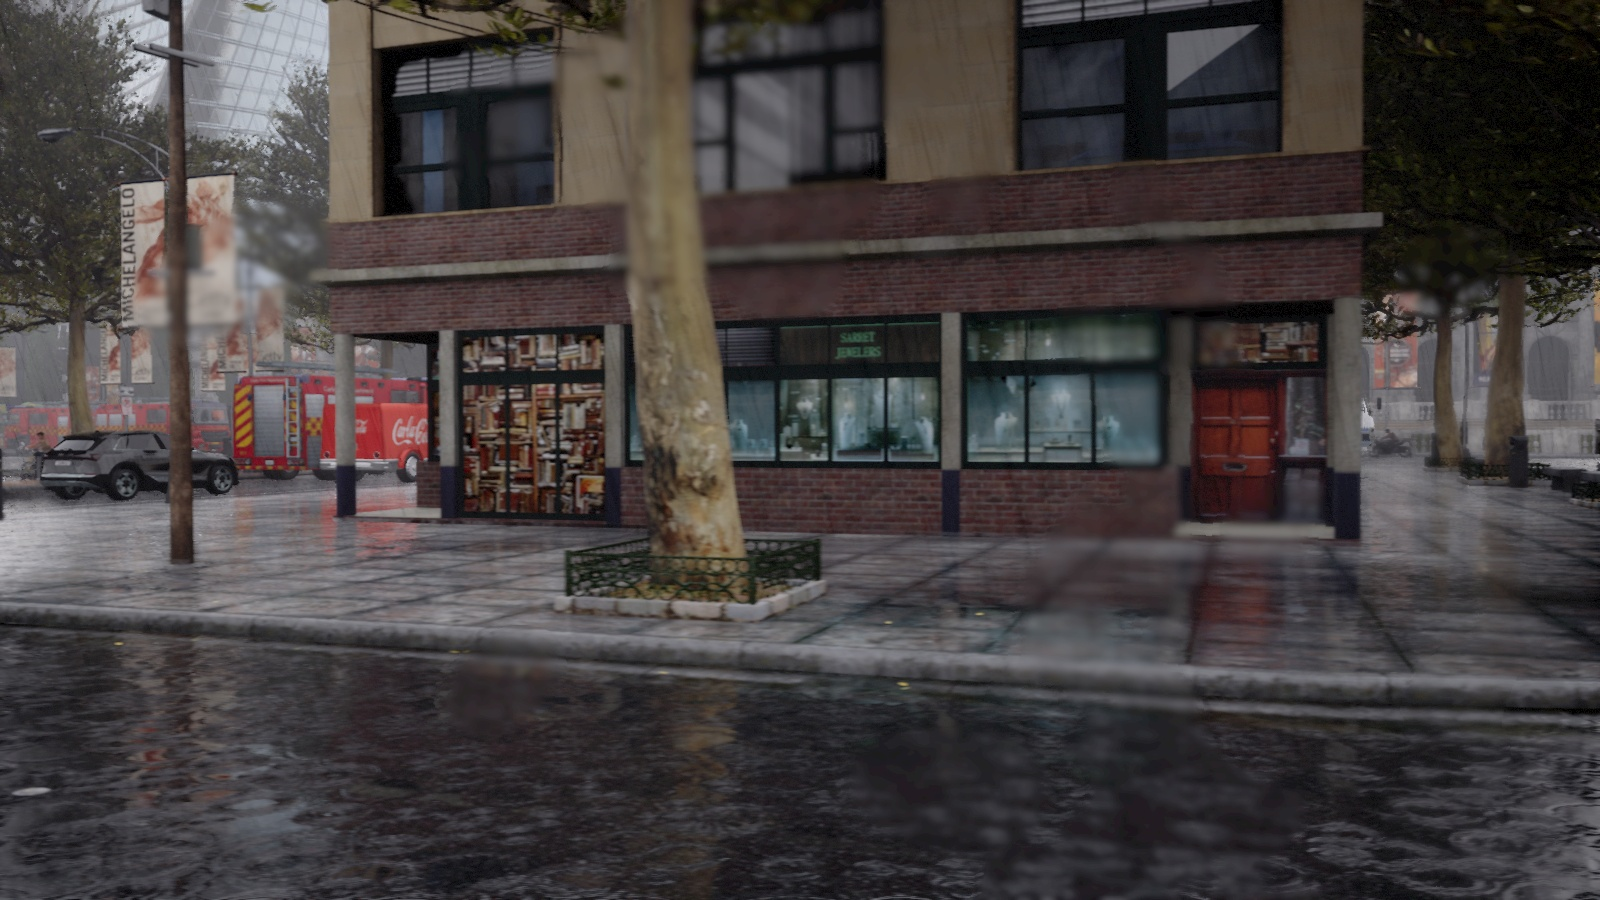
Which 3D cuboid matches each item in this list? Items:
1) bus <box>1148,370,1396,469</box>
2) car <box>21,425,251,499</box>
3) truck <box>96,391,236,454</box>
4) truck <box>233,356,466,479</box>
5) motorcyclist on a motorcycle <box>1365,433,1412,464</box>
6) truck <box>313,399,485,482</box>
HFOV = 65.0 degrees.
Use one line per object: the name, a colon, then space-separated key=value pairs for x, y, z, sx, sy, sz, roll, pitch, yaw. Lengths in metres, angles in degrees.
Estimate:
bus: x=21.430 y=-1.390 z=57.602 sx=10.273 sy=4.253 sz=3.944 roll=1 pitch=1 yaw=20
car: x=-16.058 y=0.219 z=30.712 sx=2.033 sy=1.649 sz=4.856 roll=1 pitch=1 yaw=20
truck: x=-40.304 y=-1.730 z=79.792 sx=8.468 sy=3.827 sz=2.891 roll=0 pitch=1 yaw=20
truck: x=-15.269 y=-1.075 z=43.504 sx=2.891 sy=3.827 sz=8.468 roll=1 pitch=1 yaw=20
motorcyclist on a motorcycle: x=29.177 y=-0.080 z=62.274 sx=2.044 sy=1.523 sz=0.797 roll=1 pitch=1 yaw=20
truck: x=-12.711 y=-0.338 z=40.272 sx=2.627 sy=2.467 sz=5.204 roll=1 pitch=1 yaw=20
